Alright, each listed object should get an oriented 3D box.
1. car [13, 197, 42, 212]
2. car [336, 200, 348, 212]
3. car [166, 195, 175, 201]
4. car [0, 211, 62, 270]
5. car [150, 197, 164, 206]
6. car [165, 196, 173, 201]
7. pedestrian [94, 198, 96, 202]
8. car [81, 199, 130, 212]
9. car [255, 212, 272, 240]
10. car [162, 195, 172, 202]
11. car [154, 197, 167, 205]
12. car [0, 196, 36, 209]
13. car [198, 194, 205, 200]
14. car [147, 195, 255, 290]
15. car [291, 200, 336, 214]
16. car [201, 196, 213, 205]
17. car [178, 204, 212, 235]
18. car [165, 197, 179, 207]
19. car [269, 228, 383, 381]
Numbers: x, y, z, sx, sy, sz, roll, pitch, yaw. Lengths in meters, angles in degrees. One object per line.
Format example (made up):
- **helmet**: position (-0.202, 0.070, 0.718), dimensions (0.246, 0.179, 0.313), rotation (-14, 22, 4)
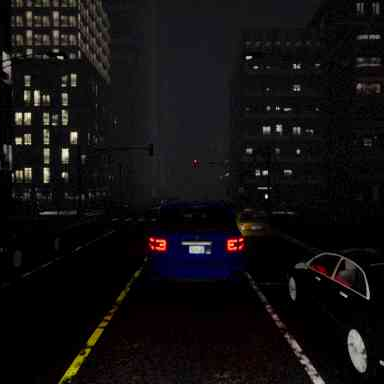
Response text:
- **car**: position (-17.826, 1.442, 34.389), dimensions (4.181, 1.385, 1.994), rotation (0, 1, 1)
- **car**: position (16.302, 1.622, 39.714), dimensions (4.403, 1.369, 2.008), rotation (0, 0, 1)
- **car**: position (-5.727, 1.529, 88.457), dimensions (1.887, 1.381, 4.507), rotation (-1, 0, 0)
- **car**: position (-5.836, 1.542, 10.988), dimensions (1.887, 1.381, 4.507), rotation (-1, 0, 0)
- **car**: position (-5.718, 1.513, 54.360), dimensions (1.752, 1.417, 4.829), rotation (-1, 0, 0)
- **car**: position (-5.725, 1.567, 82.803), dimensions (1.802, 1.307, 4.206), rotation (-1, 0, 0)
- **pedestrian**: position (-12.561, 1.299, 43.052), dimensions (0.500, 1.100, 0.500), rotation (0, 0, 1)
- **car**: position (-9.702, 1.481, 37.494), dimensions (5.357, 1.411, 2.033), rotation (2, 1, 1)
- **car**: position (2.801, 1.521, 16.747), dimensions (1.752, 1.417, 4.829), rotation (-1, 0, 0)
- **car**: position (-5.724, 1.530, 77.148), dimensions (1.887, 1.381, 4.507), rotation (-1, 0, 0)
- **car**: position (-5.719, 1.553, 60.185), dimensions (1.947, 1.339, 4.313), rotation (-1, 0, 0)
- **car**: position (-21.673, 1.274, 40.202), dimensions (4.829, 1.417, 1.752), rotation (0, 0, 1)
- **car**: position (2.650, 1.424, 94.115), dimensions (1.967, 1.590, 4.097), rotation (-1, 0, 0)
- **car**: position (0.094, 1.219, 9.201), dimensions (2.150, 2.045, 5.566), rotation (0, 0, 0)
- **car**: position (13.261, 1.654, 37.130), dimensions (4.181, 1.385, 1.994), rotation (0, 1, 0)
- **car**: position (2.660, 1.538, 60.187), dimensions (2.008, 1.369, 4.403), rotation (-1, 0, 0)
- **car**: position (0.092, 1.520, 19.712), dimensions (1.812, 1.442, 4.674), rotation (0, 0, -2)
- **car**: position (-3.107, 1.552, 52.656), dimensions (1.994, 1.385, 4.181), rotation (0, 0, 0)
- **car**: position (2.805, 1.549, 5.289), dimensions (2.008, 1.369, 4.403), rotation (-1, 0, 0)
